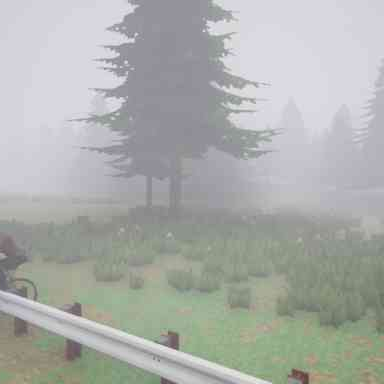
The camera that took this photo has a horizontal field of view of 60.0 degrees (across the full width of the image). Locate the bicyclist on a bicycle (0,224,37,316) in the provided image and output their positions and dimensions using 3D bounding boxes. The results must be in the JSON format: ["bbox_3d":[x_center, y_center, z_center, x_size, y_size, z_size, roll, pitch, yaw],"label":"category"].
[{"bbox_3d":[-3.446,1.350,5.784,1.656,1.620,0.582,15,-9,-40],"label":"bicyclist on a bicycle"}]
